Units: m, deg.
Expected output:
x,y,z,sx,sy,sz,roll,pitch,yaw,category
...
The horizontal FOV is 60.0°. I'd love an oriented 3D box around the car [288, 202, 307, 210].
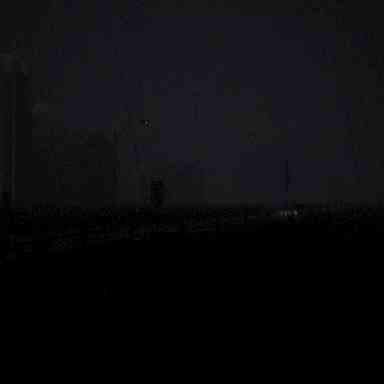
x,y,z,sx,sy,sz,roll,pitch,yaw,category
15.391,2.094,49.048,1.895,1.301,4.718,1,0,36,car
